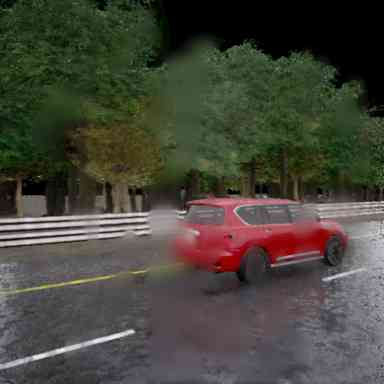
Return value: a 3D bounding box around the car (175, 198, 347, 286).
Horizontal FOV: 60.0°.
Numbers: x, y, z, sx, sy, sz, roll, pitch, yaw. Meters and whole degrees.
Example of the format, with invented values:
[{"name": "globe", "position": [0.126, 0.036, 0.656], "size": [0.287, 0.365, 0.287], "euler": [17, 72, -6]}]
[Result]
[{"name": "car", "position": [2.145, 1.192, 9.567], "size": [5.566, 2.045, 2.150], "euler": [0, 0, -35]}]
